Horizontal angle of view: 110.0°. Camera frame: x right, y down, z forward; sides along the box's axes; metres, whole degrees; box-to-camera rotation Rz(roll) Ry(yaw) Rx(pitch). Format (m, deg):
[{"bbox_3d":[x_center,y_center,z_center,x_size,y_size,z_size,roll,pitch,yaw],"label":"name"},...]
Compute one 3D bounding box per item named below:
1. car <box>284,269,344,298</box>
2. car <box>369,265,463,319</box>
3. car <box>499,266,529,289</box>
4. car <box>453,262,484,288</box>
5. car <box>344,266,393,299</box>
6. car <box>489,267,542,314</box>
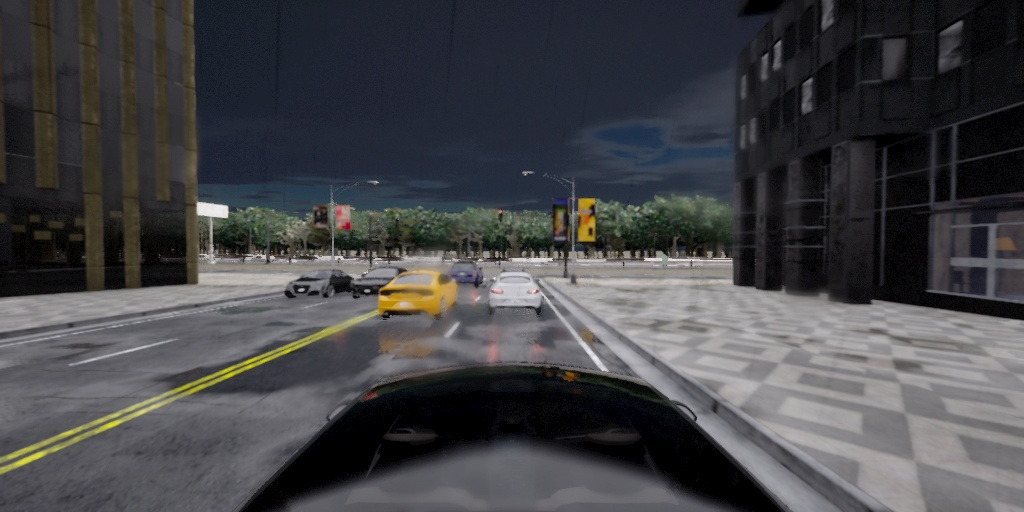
[{"bbox_3d":[-9.746,1.388,18.579,1.994,1.385,4.181,0,0,0],"label":"car"},{"bbox_3d":[-3.147,1.257,12.930,1.882,1.535,5.008,0,0,0],"label":"car"},{"bbox_3d":[0.107,1.413,24.783,1.895,1.301,4.718,0,0,0],"label":"car"},{"bbox_3d":[-3.145,1.165,24.781,2.097,1.767,4.553,0,0,0],"label":"car"},{"bbox_3d":[-6.496,1.300,18.579,1.882,1.535,5.008,0,0,0],"label":"car"},{"bbox_3d":[0.105,1.308,13.780,1.812,1.442,4.674,0,0,0],"label":"car"}]
